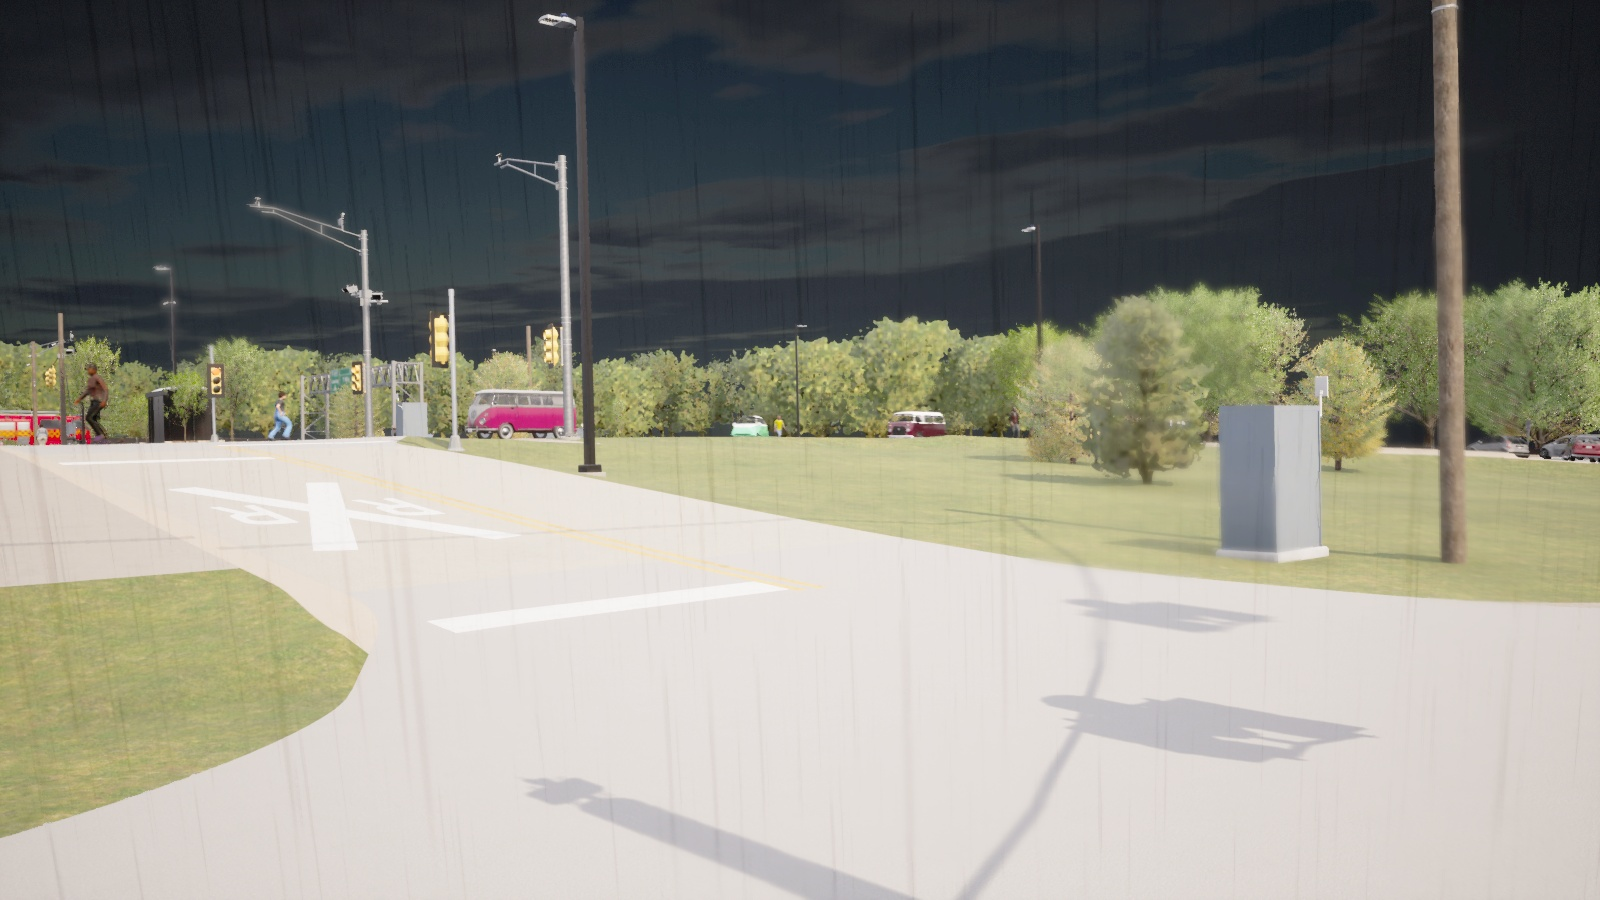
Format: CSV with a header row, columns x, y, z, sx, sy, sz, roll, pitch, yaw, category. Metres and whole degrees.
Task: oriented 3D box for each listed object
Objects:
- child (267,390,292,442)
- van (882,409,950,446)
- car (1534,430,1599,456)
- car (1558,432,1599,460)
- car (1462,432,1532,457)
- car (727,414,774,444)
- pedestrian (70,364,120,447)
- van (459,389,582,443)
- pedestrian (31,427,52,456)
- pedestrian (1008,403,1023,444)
x,y,z,sx,sy,sz,roll,pitch,yaw,category
-12.678,-0.824,30.591,0.270,1.263,0.437,-1,1,40,child
6.887,-1.298,74.113,2.069,2.038,4.480,0,0,35,van
51.702,-0.480,83.814,2.242,1.667,4.611,-2,1,-8,car
46.589,-0.234,74.841,1.789,1.549,3.705,4,1,23,car
46.742,-0.370,84.269,1.851,1.617,3.988,2,0,-14,car
-2.418,-0.999,61.734,1.481,1.376,2.207,-1,-1,23,car
-15.641,-0.984,27.863,0.328,1.805,0.869,-1,1,36,pedestrian
-10.932,-1.311,49.344,1.775,1.987,4.442,-1,0,44,van
-49.004,-0.570,81.118,0.900,1.855,0.874,-1,1,40,pedestrian
10.084,-1.235,58.770,0.376,1.854,0.720,-2,1,-13,pedestrian
